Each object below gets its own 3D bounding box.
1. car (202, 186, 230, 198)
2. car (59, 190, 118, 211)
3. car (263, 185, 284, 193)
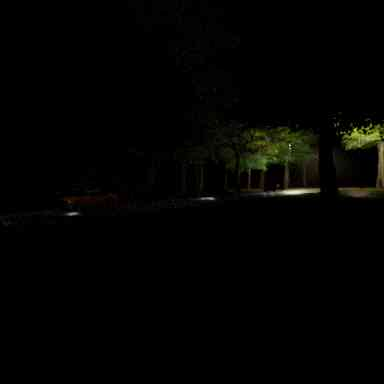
[{"bbox_3d":[3.121,-0.032,42.490,1.994,1.385,4.181,0,2,38],"label":"car"},{"bbox_3d":[-8.445,0.617,27.549,1.882,1.535,5.008,0,2,39],"label":"car"},{"bbox_3d":[13.742,-0.612,56.102,1.895,1.301,4.718,0,2,38],"label":"car"}]
